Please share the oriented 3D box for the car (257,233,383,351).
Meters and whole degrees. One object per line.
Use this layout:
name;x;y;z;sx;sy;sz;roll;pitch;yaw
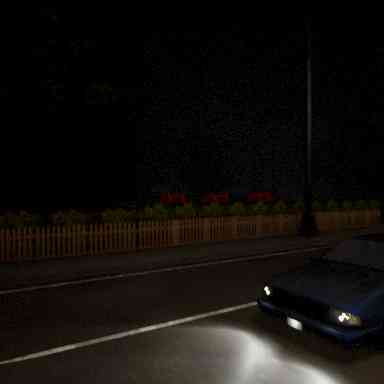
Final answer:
car;3.765;1.535;6.268;5.357;1.411;2.033;0;0;-32
